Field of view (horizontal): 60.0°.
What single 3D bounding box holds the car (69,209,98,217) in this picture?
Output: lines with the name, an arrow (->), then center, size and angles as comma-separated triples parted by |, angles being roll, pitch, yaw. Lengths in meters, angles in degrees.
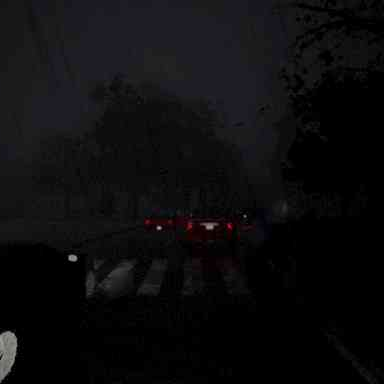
car -> -21.483, 4.166, 64.686 | 1.837, 1.490, 4.892 | -4, -5, 40

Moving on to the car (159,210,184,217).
car -> -4.351, 4.621, 71.311 | 4.902, 1.511, 2.128 | 0, -4, 5

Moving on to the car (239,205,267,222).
car -> 5.708, 2.011, 31.389 | 1.837, 1.490, 4.892 | -3, -4, 26

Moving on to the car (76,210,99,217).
car -> -21.713, 4.505, 69.093 | 4.181, 1.385, 1.994 | 3, -5, -40

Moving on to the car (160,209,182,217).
car -> -4.746, 4.665, 74.629 | 4.553, 1.767, 2.097 | 0, -4, 5

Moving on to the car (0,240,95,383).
car -> -3.079, 1.503, 5.299 | 1.882, 1.535, 5.008 | 0, 0, 1

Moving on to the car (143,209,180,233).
car -> -1.380, 1.707, 20.486 | 1.895, 1.301, 4.718 | -1, 0, 11

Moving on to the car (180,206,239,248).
car -> 0.977, 1.405, 15.184 | 2.097, 1.767, 4.553 | -1, 0, 8
